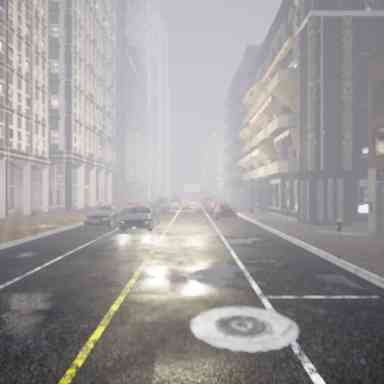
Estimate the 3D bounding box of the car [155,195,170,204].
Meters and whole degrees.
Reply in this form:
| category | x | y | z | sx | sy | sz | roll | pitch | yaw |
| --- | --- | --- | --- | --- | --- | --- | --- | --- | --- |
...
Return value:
| category | x | y | z | sx | sy | sz | roll | pitch | yaw |
| --- | --- | --- | --- | --- | --- | --- | --- | --- | --- |
| car | -5.703 | 1.568 | 61.163 | 1.947 | 1.339 | 4.313 | 0 | 0 | 0 |

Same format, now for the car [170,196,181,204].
| category | x | y | z | sx | sy | sz | roll | pitch | yaw |
| --- | --- | --- | --- | --- | --- | --- | --- | --- | --- |
| car | -3.039 | 1.527 | 62.632 | 1.812 | 1.442 | 4.674 | 0 | 0 | 1 |

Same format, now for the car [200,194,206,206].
| category | x | y | z | sx | sy | sz | roll | pitch | yaw |
| --- | --- | --- | --- | --- | --- | --- | --- | --- | --- |
| car | 2.679 | 1.525 | 55.687 | 1.752 | 1.417 | 4.829 | 0 | 0 | 0 |

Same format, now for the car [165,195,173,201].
| category | x | y | z | sx | sy | sz | roll | pitch | yaw |
| --- | --- | --- | --- | --- | --- | --- | --- | --- | --- |
| car | -5.708 | 1.542 | 83.588 | 1.752 | 1.417 | 4.829 | 0 | 0 | 0 |

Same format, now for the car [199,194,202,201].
| category | x | y | z | sx | sy | sz | roll | pitch | yaw |
| --- | --- | --- | --- | --- | --- | --- | --- | --- | --- |
| car | 2.678 | 1.568 | 61.166 | 1.947 | 1.339 | 4.313 | 0 | 0 | 0 |

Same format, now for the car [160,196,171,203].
| category | x | y | z | sx | sy | sz | roll | pitch | yaw |
| --- | --- | --- | --- | --- | --- | --- | --- | --- | --- |
| car | -5.705 | 1.559 | 72.460 | 2.008 | 1.369 | 4.403 | 0 | 0 | 0 |

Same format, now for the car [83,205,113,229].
| category | x | y | z | sx | sy | sz | roll | pitch | yaw |
| --- | --- | --- | --- | --- | --- | --- | --- | --- | --- |
| car | -5.694 | 1.546 | 21.624 | 2.008 | 1.369 | 4.403 | 0 | 0 | 0 |

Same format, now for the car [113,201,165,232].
| category | x | y | z | sx | sy | sz | roll | pitch | yaw |
| --- | --- | --- | --- | --- | --- | --- | --- | --- | --- |
| car | -3.103 | 1.543 | 20.525 | 2.033 | 1.411 | 5.357 | 0 | 0 | 0 |

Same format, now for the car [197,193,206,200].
| category | x | y | z | sx | sy | sz | roll | pitch | yaw |
| --- | --- | --- | --- | --- | --- | --- | --- | --- | --- |
| car | 2.671 | 1.341 | 95.057 | 2.192 | 1.841 | 5.009 | 0 | 0 | 0 |

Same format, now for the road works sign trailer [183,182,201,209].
| category | x | y | z | sx | sy | sz | roll | pitch | yaw |
| --- | --- | --- | --- | --- | --- | --- | --- | --- | --- |
| road works sign trailer | -0.010 | 0.461 | 45.579 | 2.380 | 3.560 | 2.880 | 0 | 0 | 0 |

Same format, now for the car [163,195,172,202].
| category | x | y | z | sx | sy | sz | roll | pitch | yaw |
| --- | --- | --- | --- | --- | --- | --- | --- | --- | --- |
| car | -5.707 | 1.453 | 78.110 | 1.967 | 1.590 | 4.097 | 0 | 0 | 0 |

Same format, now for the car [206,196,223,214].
| category | x | y | z | sx | sy | sz | roll | pitch | yaw |
| --- | --- | --- | --- | --- | --- | --- | --- | --- | --- |
| car | 2.684 | 1.435 | 32.923 | 1.967 | 1.590 | 4.097 | 0 | 0 | 0 |

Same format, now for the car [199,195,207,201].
| category | x | y | z | sx | sy | sz | roll | pitch | yaw |
| --- | --- | --- | --- | --- | --- | --- | --- | --- | --- |
| car | 2.672 | 1.457 | 83.759 | 1.967 | 1.590 | 4.097 | 0 | 0 | 0 |

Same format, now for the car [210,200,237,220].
| category | x | y | z | sx | sy | sz | roll | pitch | yaw |
| --- | --- | --- | --- | --- | --- | --- | --- | --- | --- |
| car | 2.685 | 1.577 | 27.274 | 1.802 | 1.307 | 4.206 | 0 | 0 | 0 |
